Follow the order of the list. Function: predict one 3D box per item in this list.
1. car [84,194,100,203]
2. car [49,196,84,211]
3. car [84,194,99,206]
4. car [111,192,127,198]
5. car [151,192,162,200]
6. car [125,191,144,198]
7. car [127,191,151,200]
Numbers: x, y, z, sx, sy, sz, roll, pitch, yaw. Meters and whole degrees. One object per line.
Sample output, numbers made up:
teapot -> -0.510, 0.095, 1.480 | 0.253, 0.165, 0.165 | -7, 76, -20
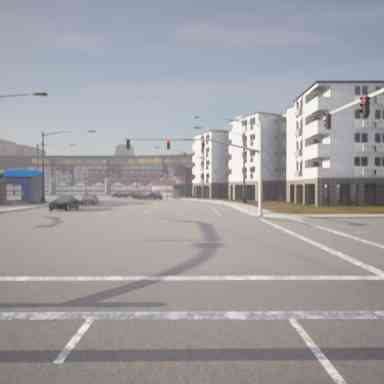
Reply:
car -> -16.980, 1.040, 56.311 | 1.895, 1.301, 4.718 | 0, 1, -25
car -> -13.527, 1.166, 35.447 | 1.882, 1.535, 5.008 | 0, 1, 0
car -> -14.016, 1.092, 45.609 | 1.812, 1.442, 4.674 | 0, 1, -9
car -> -16.224, 0.636, 74.356 | 1.812, 1.442, 4.674 | -1, 1, -45
car -> -7.850, 0.779, 69.228 | 1.837, 1.490, 4.892 | 0, 1, -32
car -> -13.314, 0.545, 76.372 | 1.837, 1.490, 4.892 | -1, 1, -45
car -> -10.729, 0.797, 67.231 | 2.128, 1.511, 4.902 | 0, 1, -32
